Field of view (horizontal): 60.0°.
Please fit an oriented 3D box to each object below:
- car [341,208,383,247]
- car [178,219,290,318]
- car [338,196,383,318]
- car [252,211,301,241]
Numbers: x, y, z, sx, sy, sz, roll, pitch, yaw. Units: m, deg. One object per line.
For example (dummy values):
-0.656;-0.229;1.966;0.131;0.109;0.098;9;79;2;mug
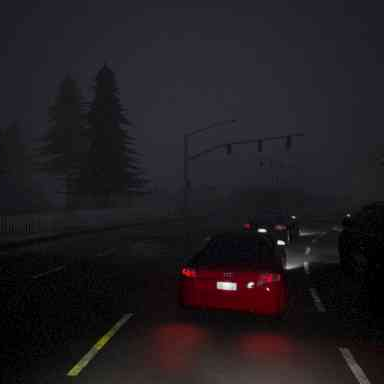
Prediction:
8.359;1.564;15.812;1.994;1.385;4.181;0;0;28;car
1.123;1.564;7.577;1.994;1.385;4.181;0;0;15;car
4.701;1.221;7.219;2.150;2.045;5.566;0;0;15;car
3.780;1.564;15.549;1.994;1.385;4.181;0;0;26;car
